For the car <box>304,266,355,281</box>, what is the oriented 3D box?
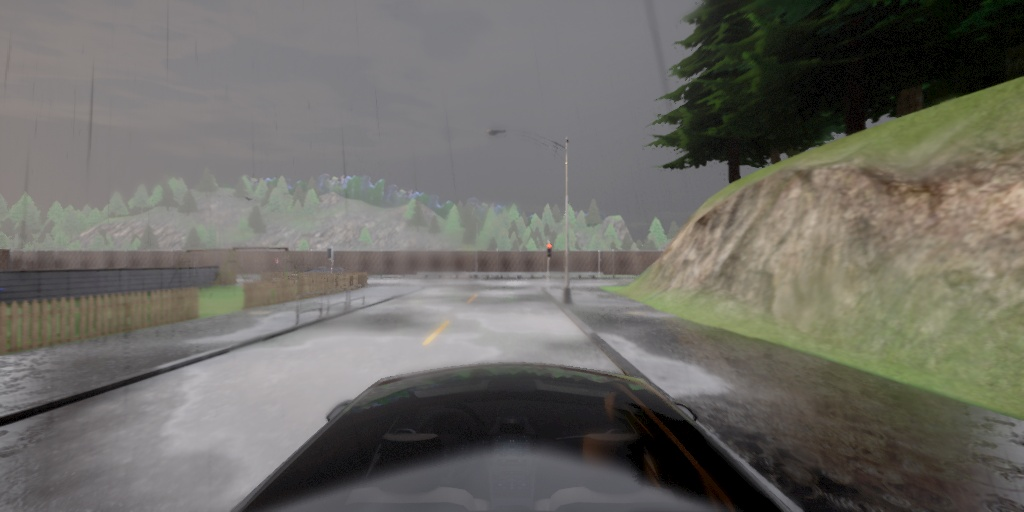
[{"bbox_3d":[-16.509,1.707,32.863,4.902,1.511,2.128,1,-1,0],"label":"car"}]
